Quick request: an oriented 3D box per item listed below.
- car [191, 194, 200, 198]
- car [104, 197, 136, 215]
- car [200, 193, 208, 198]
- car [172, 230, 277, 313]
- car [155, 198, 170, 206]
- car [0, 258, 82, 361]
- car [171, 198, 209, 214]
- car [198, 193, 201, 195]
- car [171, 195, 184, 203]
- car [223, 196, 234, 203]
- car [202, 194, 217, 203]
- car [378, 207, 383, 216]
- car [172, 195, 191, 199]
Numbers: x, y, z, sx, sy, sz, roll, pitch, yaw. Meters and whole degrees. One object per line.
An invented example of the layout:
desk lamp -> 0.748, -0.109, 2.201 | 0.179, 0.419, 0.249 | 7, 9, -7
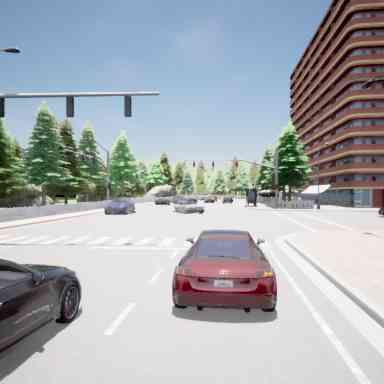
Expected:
car -> -0.078, 1.601, 66.798 | 1.895, 1.301, 4.718 | 0, 0, 8
car -> -7.230, 1.356, 33.636 | 2.097, 1.767, 4.553 | 0, 0, 6
car -> 4.579, 1.540, 81.709 | 2.033, 1.411, 5.357 | 0, 0, 25
car -> 0.771, 1.564, 7.788 | 1.994, 1.385, 4.181 | 0, 0, 6
car -> -4.906, 1.601, 55.480 | 1.895, 1.301, 4.718 | 0, 0, 6
car -> -3.136, 1.526, 4.295 | 1.812, 1.442, 4.674 | 0, 0, 7
car -> -0.355, 1.620, 35.395 | 1.895, 1.301, 4.718 | 0, 0, -23
car -> 2.508, 1.223, 85.149 | 2.150, 2.045, 5.566 | 0, 0, 29
car -> -3.023, 1.500, 70.713 | 1.837, 1.490, 4.892 | 0, 0, 11
car -> 7.540, 1.491, 68.452 | 2.128, 1.511, 4.902 | 0, 0, 11
car -> 3.767, 1.601, 67.386 | 1.895, 1.301, 4.718 | 0, 0, 9
car -> 19.230, 1.619, 29.983 | 4.181, 1.385, 1.994 | 0, 0, 6
car -> -1.764, 1.563, 51.821 | 1.994, 1.385, 4.181 | 0, 0, 6
